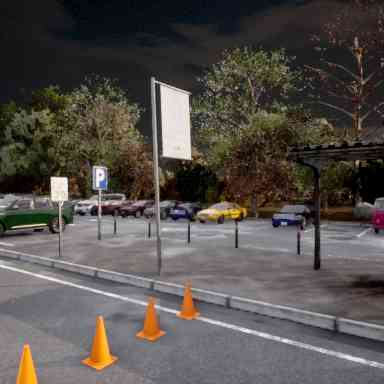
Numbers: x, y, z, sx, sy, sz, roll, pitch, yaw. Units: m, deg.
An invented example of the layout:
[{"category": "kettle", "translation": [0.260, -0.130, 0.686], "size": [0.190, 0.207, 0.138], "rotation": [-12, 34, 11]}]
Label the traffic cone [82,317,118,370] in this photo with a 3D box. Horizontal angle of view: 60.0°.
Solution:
[{"category": "traffic cone", "translation": [-1.221, 1.957, 4.423], "size": [0.340, 0.580, 0.340], "rotation": [0, 0, 35]}]

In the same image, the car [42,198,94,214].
[{"category": "car", "translation": [-13.470, 1.455, 36.508], "size": [2.097, 1.535, 5.008], "rotation": [0, 0, 35]}]

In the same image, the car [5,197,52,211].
[{"category": "car", "translation": [-20.268, 1.452, 41.326], "size": [2.163, 1.488, 4.792], "rotation": [0, 0, 35]}]

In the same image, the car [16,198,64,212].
[{"category": "car", "translation": [-18.024, 1.469, 39.678], "size": [2.163, 1.488, 4.792], "rotation": [0, 0, 35]}]

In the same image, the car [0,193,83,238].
[{"category": "car", "translation": [-8.934, 1.221, 17.307], "size": [2.435, 2.045, 5.566], "rotation": [0, 0, 35]}]

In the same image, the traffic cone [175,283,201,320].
[{"category": "traffic cone", "translation": [-0.071, 1.957, 6.056], "size": [0.340, 0.580, 0.340], "rotation": [0, 0, 36]}]

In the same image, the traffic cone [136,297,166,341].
[{"category": "traffic cone", "translation": [-0.646, 1.957, 5.240], "size": [0.340, 0.580, 0.340], "rotation": [0, 0, 35]}]

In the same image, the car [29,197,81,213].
[{"category": "car", "translation": [-15.633, 1.444, 38.260], "size": [1.946, 1.575, 5.366], "rotation": [0, 0, 35]}]

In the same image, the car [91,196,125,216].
[{"category": "car", "translation": [-6.649, 1.466, 31.728], "size": [2.097, 1.535, 5.008], "rotation": [0, 0, 35]}]

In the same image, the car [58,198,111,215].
[{"category": "car", "translation": [-11.197, 1.461, 34.910], "size": [2.231, 1.521, 4.892], "rotation": [0, 0, 35]}]

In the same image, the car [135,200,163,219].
[{"category": "car", "translation": [-2.106, 1.473, 28.537], "size": [2.231, 1.521, 4.892], "rotation": [0, 0, 35]}]

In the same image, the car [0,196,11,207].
[{"category": "car", "translation": [-29.261, 1.332, 47.838], "size": [1.946, 1.575, 5.366], "rotation": [1, 0, 35]}]

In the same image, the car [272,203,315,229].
[{"category": "car", "translation": [6.957, 1.513, 22.125], "size": [2.163, 1.488, 4.792], "rotation": [0, 0, 35]}]

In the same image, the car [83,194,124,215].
[{"category": "car", "translation": [-8.940, 1.212, 33.296], "size": [2.435, 2.045, 5.566], "rotation": [0, 0, 35]}]

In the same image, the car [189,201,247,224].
[{"category": "car", "translation": [2.325, 1.475, 25.189], "size": [1.946, 1.575, 5.366], "rotation": [0, 0, 35]}]

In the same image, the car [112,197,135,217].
[{"category": "car", "translation": [-4.378, 1.469, 30.132], "size": [2.097, 1.535, 5.008], "rotation": [0, 0, 35]}]

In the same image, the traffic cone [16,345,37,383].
[{"category": "traffic cone", "translation": [-1.796, 1.957, 3.607], "size": [0.340, 0.580, 0.340], "rotation": [0, 0, 35]}]

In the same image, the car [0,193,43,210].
[{"category": "car", "translation": [-22.569, 1.153, 42.873], "size": [2.435, 2.045, 5.566], "rotation": [0, 0, 35]}]

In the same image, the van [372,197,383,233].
[{"category": "van", "translation": [11.583, 1.264, 19.053], "size": [1.878, 1.987, 4.442], "rotation": [0, 0, 35]}]

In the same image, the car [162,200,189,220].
[{"category": "car", "translation": [0.177, 1.504, 26.961], "size": [2.163, 1.488, 4.792], "rotation": [0, 0, 35]}]
